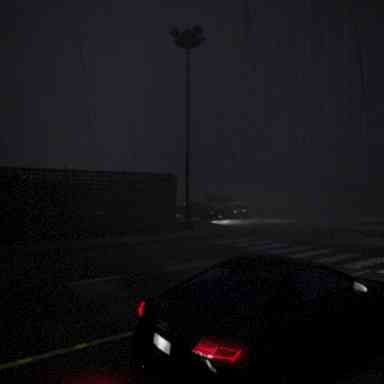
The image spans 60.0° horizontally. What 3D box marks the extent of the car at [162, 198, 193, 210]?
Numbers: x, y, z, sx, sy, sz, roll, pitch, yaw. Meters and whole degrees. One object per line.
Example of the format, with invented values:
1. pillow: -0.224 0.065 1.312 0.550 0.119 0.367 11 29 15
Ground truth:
1. car: -2.032 1.597 45.262 1.837 1.490 4.892 0 0 -36

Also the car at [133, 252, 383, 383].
1. car: 1.318 1.586 4.696 4.181 1.385 1.994 0 0 -35

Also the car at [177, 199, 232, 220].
1. car: 0.737 1.596 29.018 2.033 1.411 5.357 0 0 -36

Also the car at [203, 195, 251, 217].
1. car: 3.064 1.291 31.782 2.150 2.045 5.566 0 0 -36
